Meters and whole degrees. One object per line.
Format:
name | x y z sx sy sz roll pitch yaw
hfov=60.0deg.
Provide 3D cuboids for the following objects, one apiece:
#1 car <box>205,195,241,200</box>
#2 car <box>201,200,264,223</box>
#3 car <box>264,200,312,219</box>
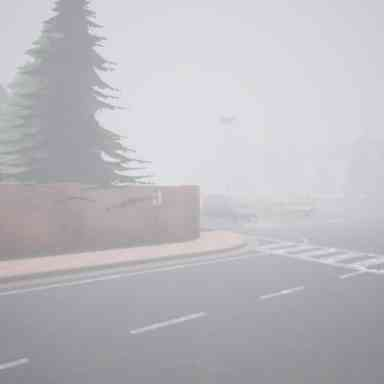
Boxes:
car | 3.300 1.269 32.069 2.150 2.045 5.566 0 0 -35
car | 2.867 1.587 26.578 2.033 1.411 5.357 0 0 -34
car | 8.610 1.533 30.616 1.882 1.535 5.008 0 0 -35
